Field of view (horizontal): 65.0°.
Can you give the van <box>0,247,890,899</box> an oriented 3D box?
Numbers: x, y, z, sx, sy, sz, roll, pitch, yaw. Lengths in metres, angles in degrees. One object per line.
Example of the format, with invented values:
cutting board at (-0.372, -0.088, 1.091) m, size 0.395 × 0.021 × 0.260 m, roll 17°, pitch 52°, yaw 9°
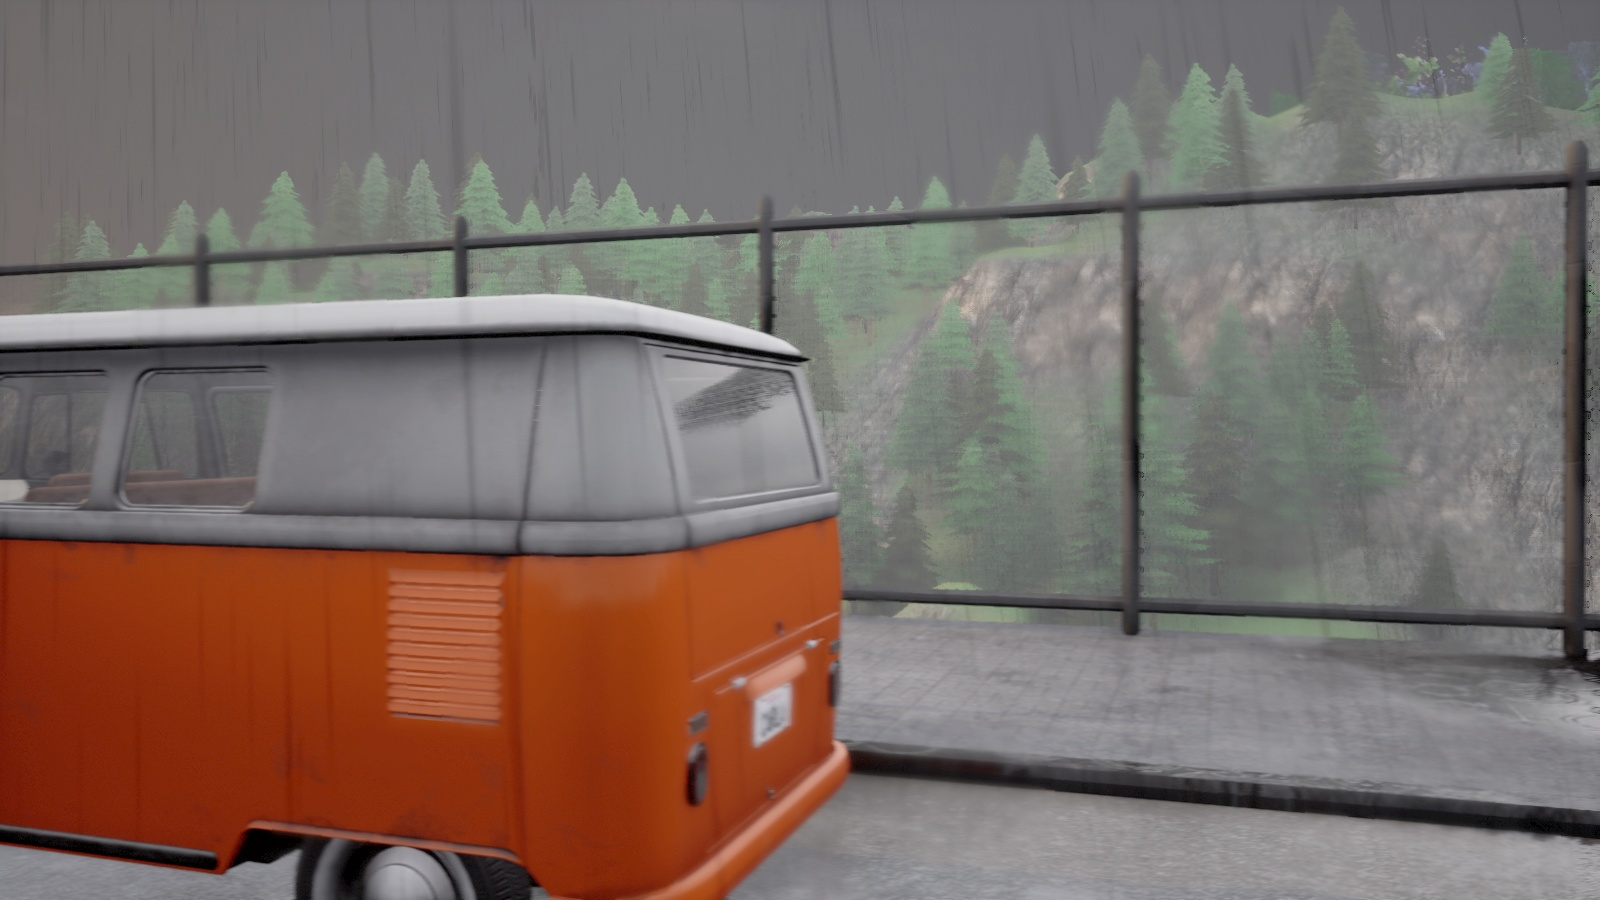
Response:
van at (-2.067, 0.501, 4.410) m, size 4.442 × 1.987 × 1.775 m, roll 1°, pitch 1°, yaw 19°
